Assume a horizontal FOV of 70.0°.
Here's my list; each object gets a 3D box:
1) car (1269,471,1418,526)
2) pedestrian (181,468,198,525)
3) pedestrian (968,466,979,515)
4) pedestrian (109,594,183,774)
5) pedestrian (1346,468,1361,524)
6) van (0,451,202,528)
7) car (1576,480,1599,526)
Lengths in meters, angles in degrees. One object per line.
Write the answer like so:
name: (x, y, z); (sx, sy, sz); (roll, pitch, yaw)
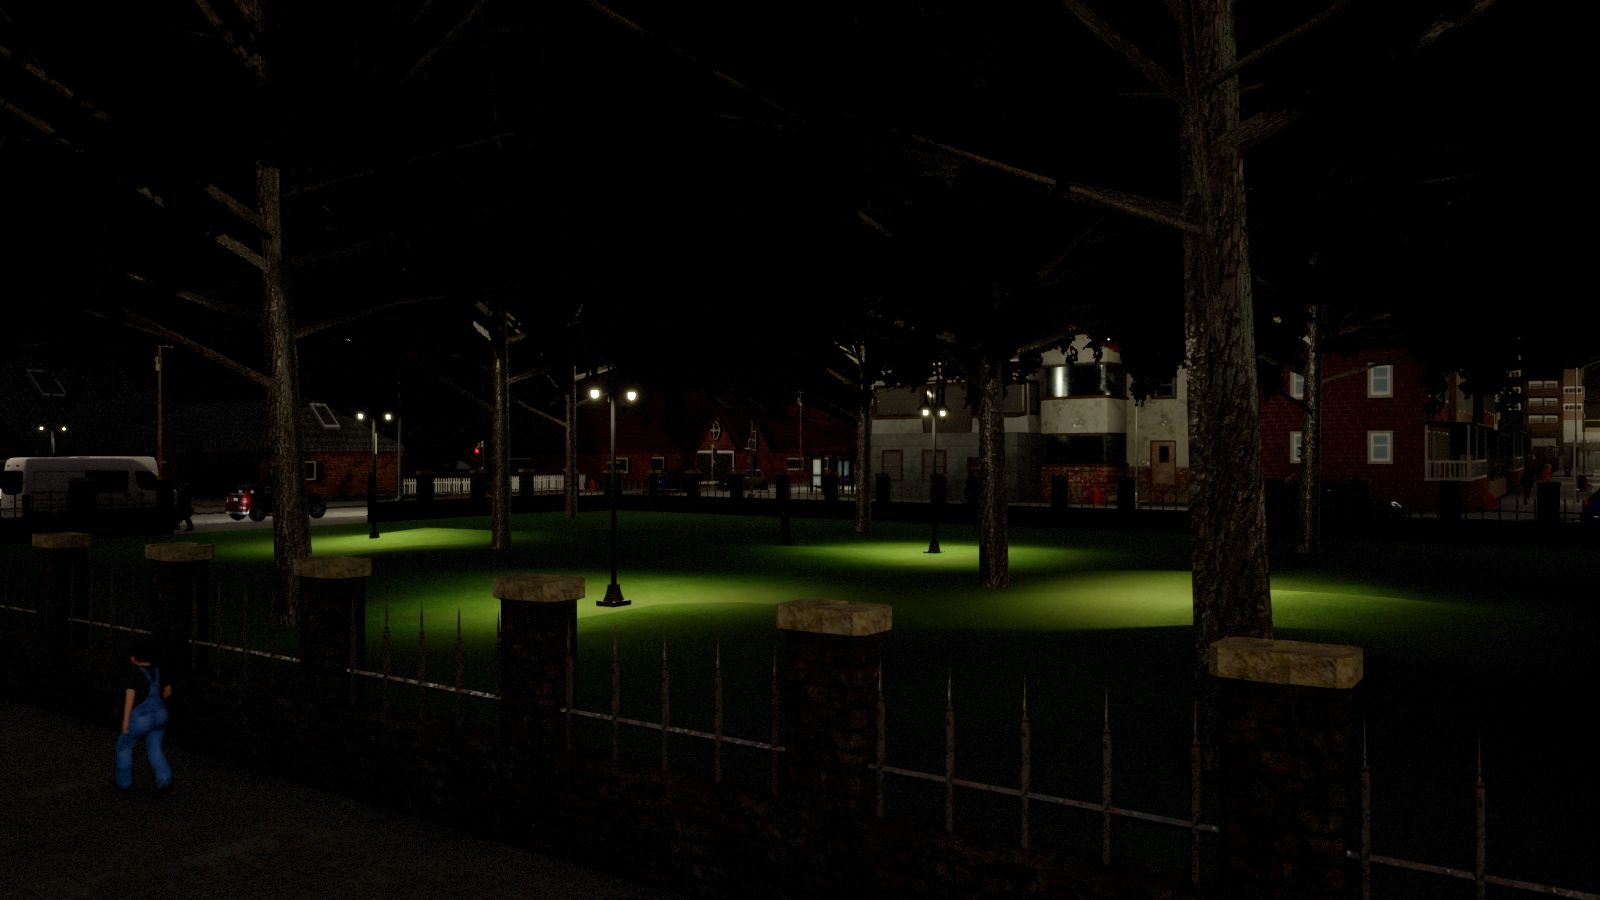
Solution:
car: (19.507, 1.684, 41.089); (4.553, 1.767, 2.097); (0, 0, 35)
pedestrian: (-20.230, 1.525, 37.867); (0.375, 1.860, 0.375); (0, 0, 35)
pedestrian: (6.623, 1.524, 43.574); (0.375, 1.860, 0.375); (0, 0, 15)
pedestrian: (-5.111, 1.805, 8.928); (0.375, 1.300, 0.375); (0, 0, 35)
pedestrian: (18.366, 1.525, 37.922); (0.375, 1.860, 0.375); (0, 0, 9)
van: (-24.847, 1.314, 40.778); (1.988, 2.561, 5.915); (0, 0, 36)
car: (29.008, 1.818, 39.160); (3.633, 1.501, 1.845); (0, 0, -4)
